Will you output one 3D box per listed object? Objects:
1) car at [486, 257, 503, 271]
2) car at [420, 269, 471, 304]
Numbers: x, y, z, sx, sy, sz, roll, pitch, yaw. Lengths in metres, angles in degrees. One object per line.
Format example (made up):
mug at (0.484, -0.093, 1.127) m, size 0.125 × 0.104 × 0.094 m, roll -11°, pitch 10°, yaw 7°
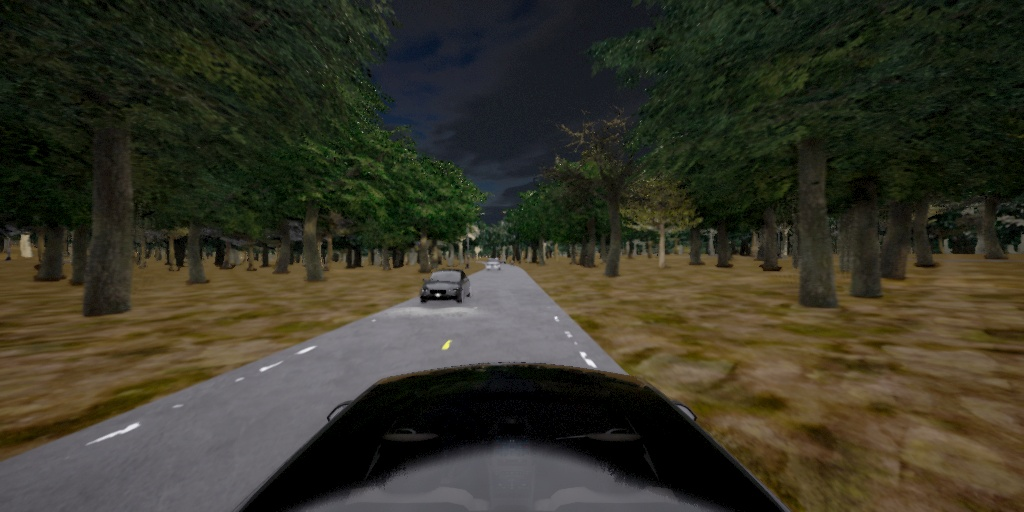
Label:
car at (-3.059, 1.378, 58.860) m, size 2.150 × 2.045 × 5.566 m, roll 0°, pitch 0°, yaw 0°
car at (-3.100, 1.407, 17.428) m, size 1.837 × 1.490 × 4.892 m, roll 0°, pitch 0°, yaw 0°
